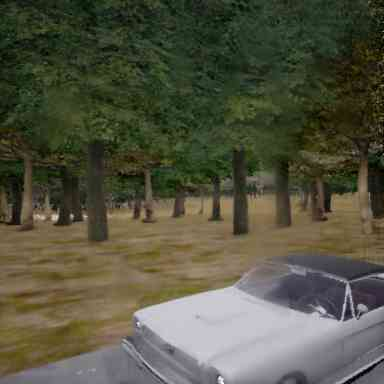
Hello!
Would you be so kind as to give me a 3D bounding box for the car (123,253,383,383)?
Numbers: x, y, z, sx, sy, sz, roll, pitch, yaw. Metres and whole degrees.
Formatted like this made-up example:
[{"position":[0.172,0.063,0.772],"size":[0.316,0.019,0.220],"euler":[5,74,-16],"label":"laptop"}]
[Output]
[{"position":[1.535,1.623,4.539],"size":[4.718,1.301,1.895],"euler":[0,0,-36],"label":"car"}]
